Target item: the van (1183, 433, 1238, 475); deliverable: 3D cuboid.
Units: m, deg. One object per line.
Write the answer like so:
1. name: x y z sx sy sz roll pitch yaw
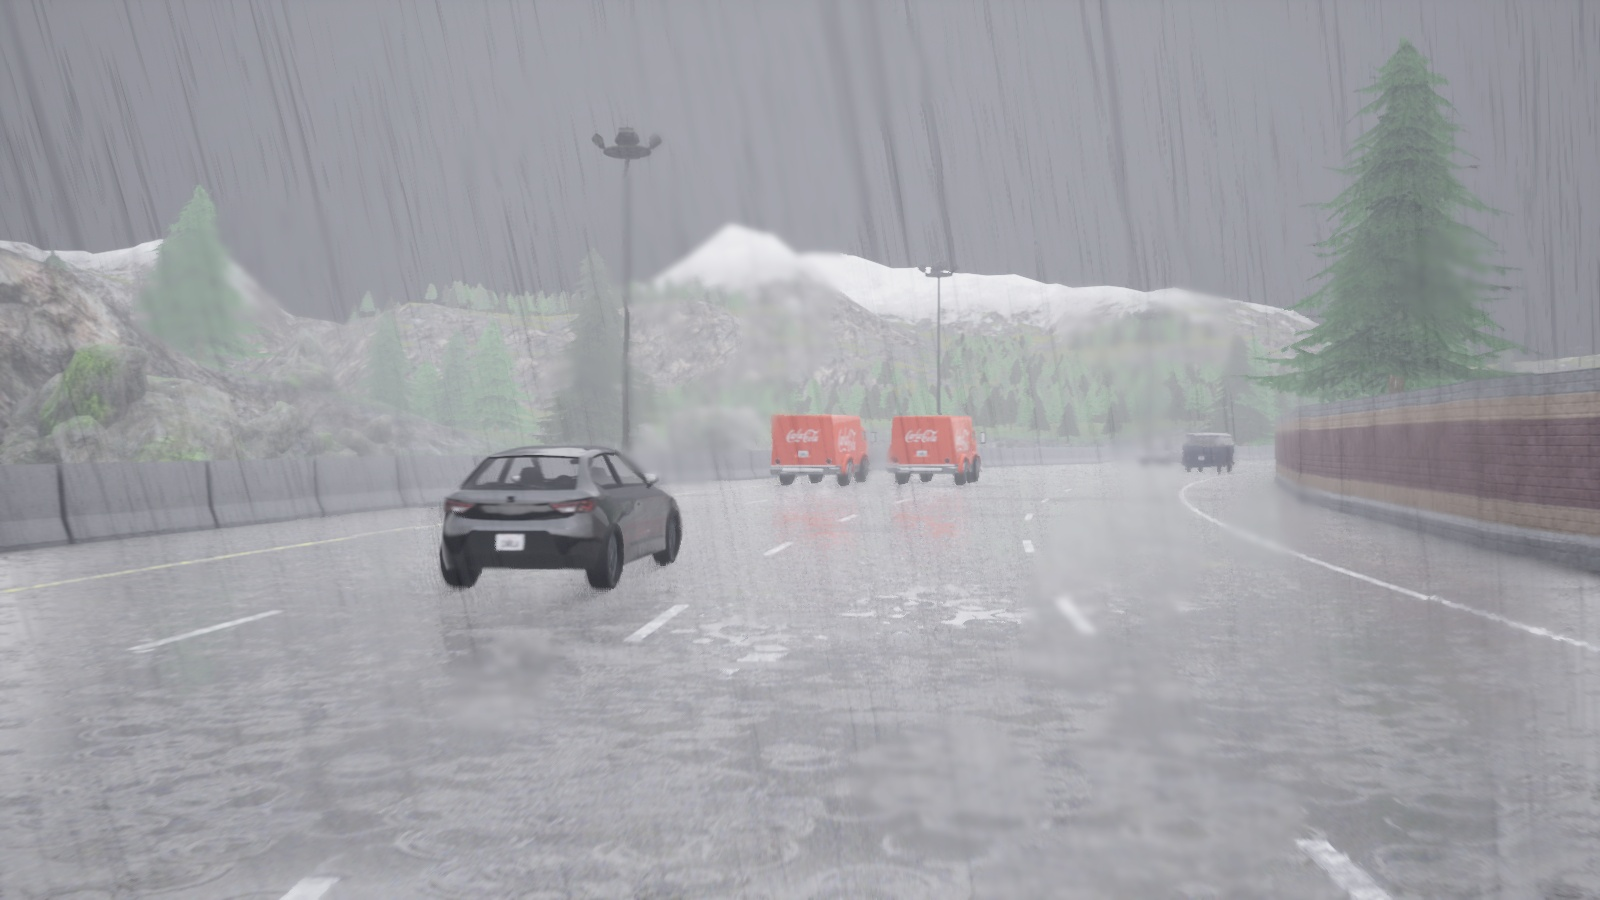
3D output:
1. van: 20.369 0.172 62.164 1.775 1.987 4.442 0 0 29

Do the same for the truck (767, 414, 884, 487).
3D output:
1. truck: 1.002 0.008 44.801 2.627 2.467 5.204 0 0 20

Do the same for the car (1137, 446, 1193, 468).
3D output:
1. car: 23.117 0.426 79.413 1.895 1.301 4.718 0 0 36

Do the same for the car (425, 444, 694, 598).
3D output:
1. car: -2.528 0.676 14.296 1.816 1.474 4.193 0 0 7

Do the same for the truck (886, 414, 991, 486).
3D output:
1. truck: 5.167 0.006 46.025 2.627 2.467 5.204 0 0 21
